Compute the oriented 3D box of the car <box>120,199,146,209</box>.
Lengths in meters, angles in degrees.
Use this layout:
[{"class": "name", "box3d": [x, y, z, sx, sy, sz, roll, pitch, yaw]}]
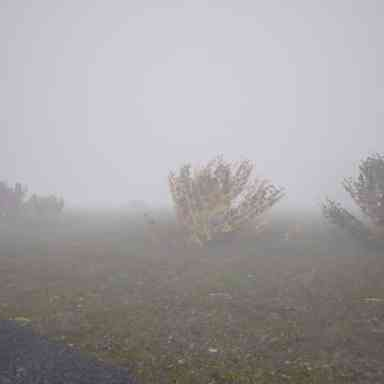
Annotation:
[{"class": "car", "box3d": [-9.927, 2.000, 56.235, 1.837, 1.490, 4.892, -1, -1, 36]}]
